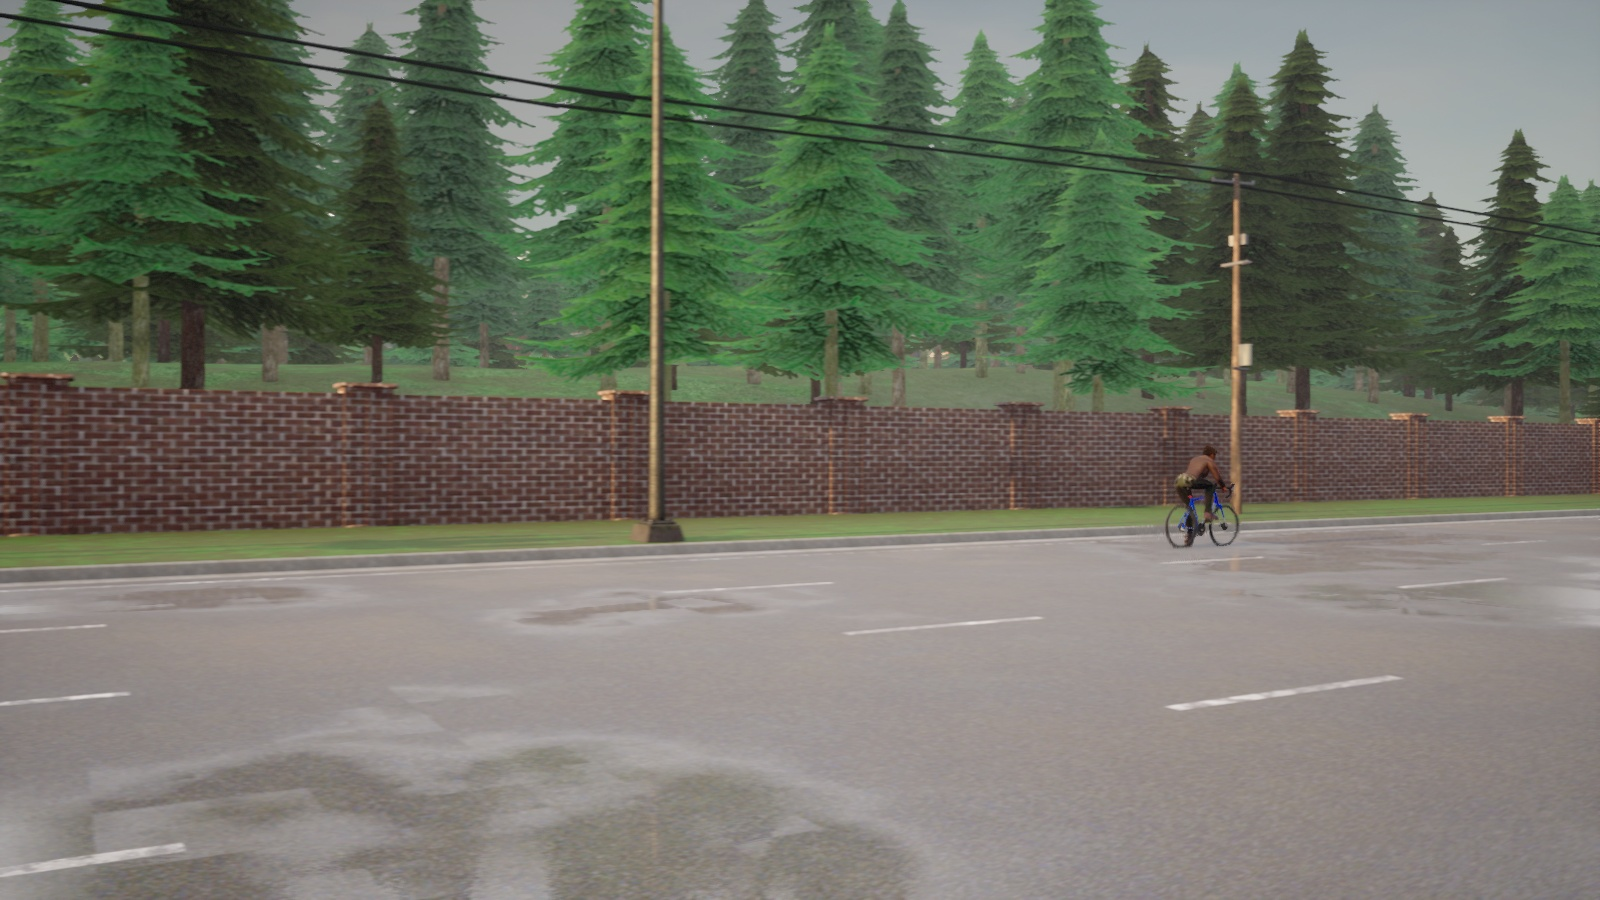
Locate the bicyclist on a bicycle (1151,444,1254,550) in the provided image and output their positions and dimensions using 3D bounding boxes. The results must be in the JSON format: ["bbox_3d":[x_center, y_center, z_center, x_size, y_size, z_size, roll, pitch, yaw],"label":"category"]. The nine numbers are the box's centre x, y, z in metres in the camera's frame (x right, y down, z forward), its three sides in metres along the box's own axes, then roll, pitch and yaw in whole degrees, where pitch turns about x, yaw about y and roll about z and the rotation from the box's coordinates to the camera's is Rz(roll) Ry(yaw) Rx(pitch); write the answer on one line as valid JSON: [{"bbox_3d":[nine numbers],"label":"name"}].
[{"bbox_3d":[6.391,0.729,19.916,1.656,1.620,0.582,1,0,-30],"label":"bicyclist on a bicycle"}]
